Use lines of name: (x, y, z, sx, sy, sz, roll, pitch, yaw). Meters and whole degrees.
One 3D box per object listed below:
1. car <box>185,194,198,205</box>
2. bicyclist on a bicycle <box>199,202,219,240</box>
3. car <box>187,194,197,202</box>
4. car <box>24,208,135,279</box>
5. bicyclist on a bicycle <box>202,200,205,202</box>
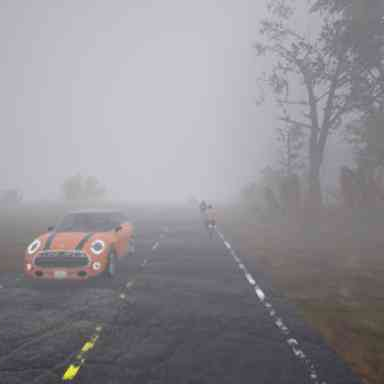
car: (0.097, 1.439, 57.753, 1.812, 1.442, 4.674, 0, 0, 0)
bicyclist on a bicycle: (0.857, 1.411, 15.769, 0.866, 1.612, 1.509, -1, 0, 0)
car: (0.003, 1.246, 73.780, 2.097, 1.767, 4.553, 0, 0, 0)
car: (-3.102, 1.337, 10.070, 2.097, 1.767, 4.553, 0, 0, 0)
bicyclist on a bicycle: (0.819, 1.416, 23.976, 0.582, 1.620, 1.656, 0, 0, 0)
